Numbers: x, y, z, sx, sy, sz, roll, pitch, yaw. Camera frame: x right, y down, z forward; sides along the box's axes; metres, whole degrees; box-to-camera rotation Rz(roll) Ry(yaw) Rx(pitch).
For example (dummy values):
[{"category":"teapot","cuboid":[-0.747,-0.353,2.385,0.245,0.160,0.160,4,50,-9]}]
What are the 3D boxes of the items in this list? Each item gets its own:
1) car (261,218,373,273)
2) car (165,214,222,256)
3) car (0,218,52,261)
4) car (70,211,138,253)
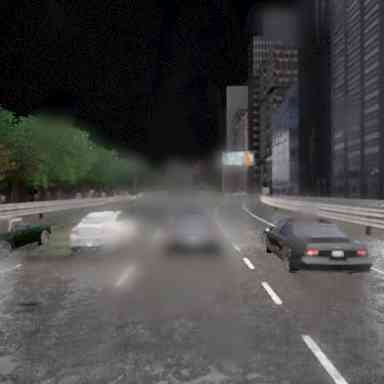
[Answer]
[{"category":"car","cuboid":[3.546,1.527,10.537,2.033,1.411,5.357,0,0,1]},{"category":"car","cuboid":[0.074,1.539,12.947,1.994,1.385,4.181,0,0,1]},{"category":"car","cuboid":[-6.935,1.577,12.124,1.895,1.301,4.718,0,0,1]},{"category":"car","cuboid":[-3.423,1.499,13.465,1.812,1.442,4.674,0,0,1]}]
